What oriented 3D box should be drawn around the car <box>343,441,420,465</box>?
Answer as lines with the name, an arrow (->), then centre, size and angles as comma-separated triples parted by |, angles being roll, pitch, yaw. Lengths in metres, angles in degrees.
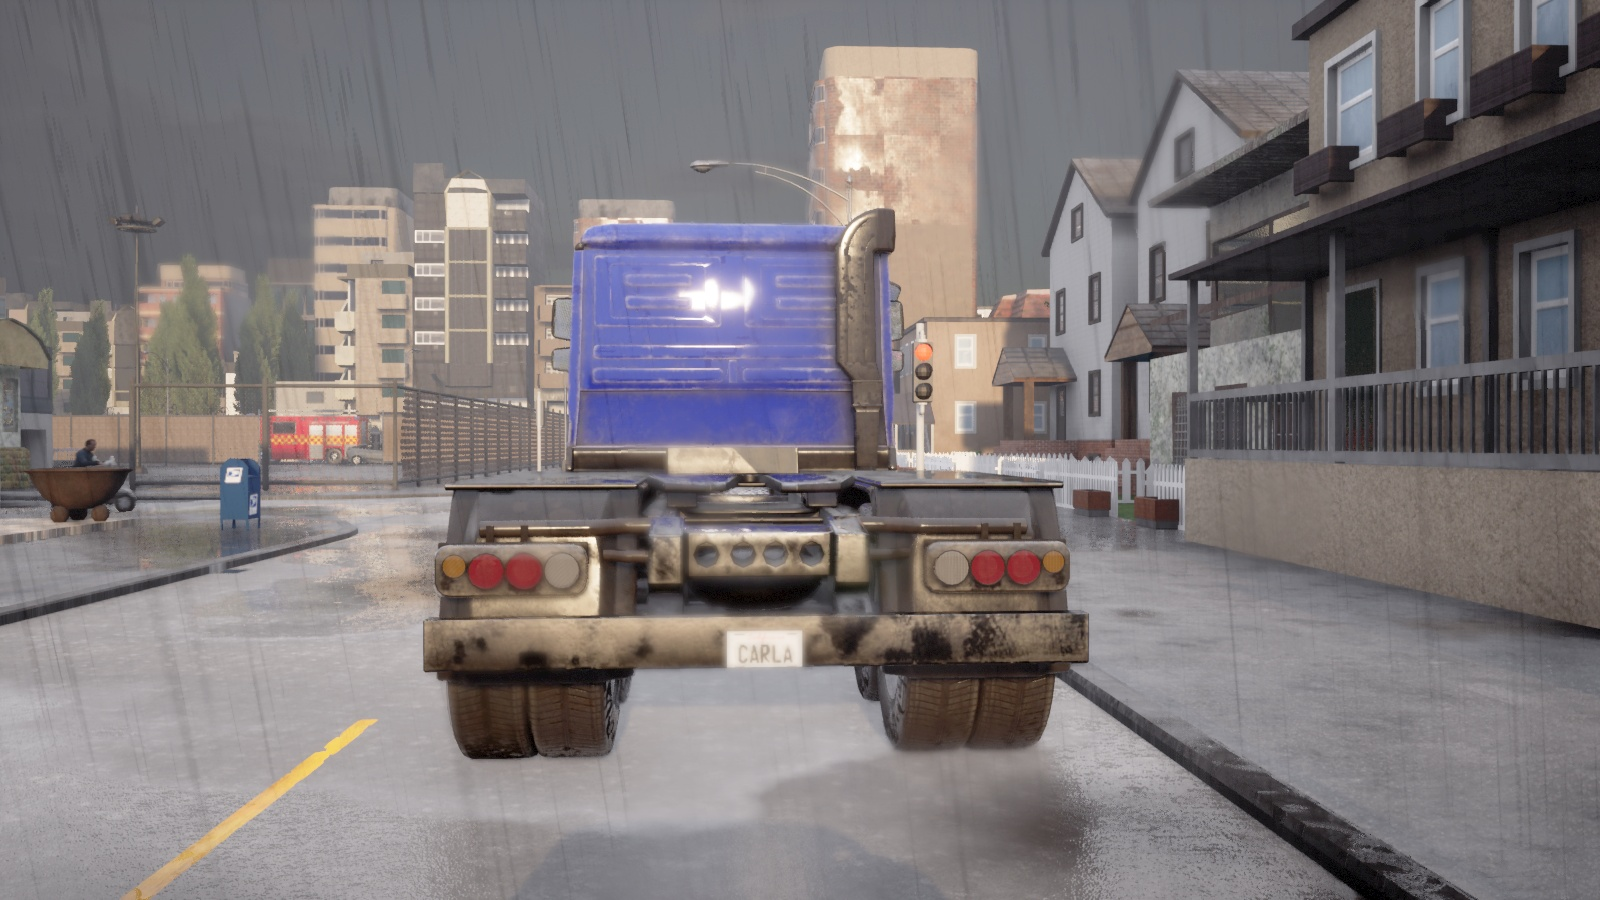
car -> -27.921, 0.197, 83.916 | 4.514, 1.525, 2.007 | 0, 0, -3

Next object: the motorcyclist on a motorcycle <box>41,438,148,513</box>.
motorcyclist on a motorcycle -> -15.125, 0.536, 26.956 | 1.817, 1.590, 0.866 | 0, 0, -3

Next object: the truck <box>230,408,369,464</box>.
truck -> -34.798, -0.940, 87.533 | 8.468, 3.827, 2.891 | 0, 0, -3

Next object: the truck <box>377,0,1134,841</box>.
truck -> -0.432, -0.285, 8.765 | 2.891, 3.462, 7.936 | 0, 0, -4
